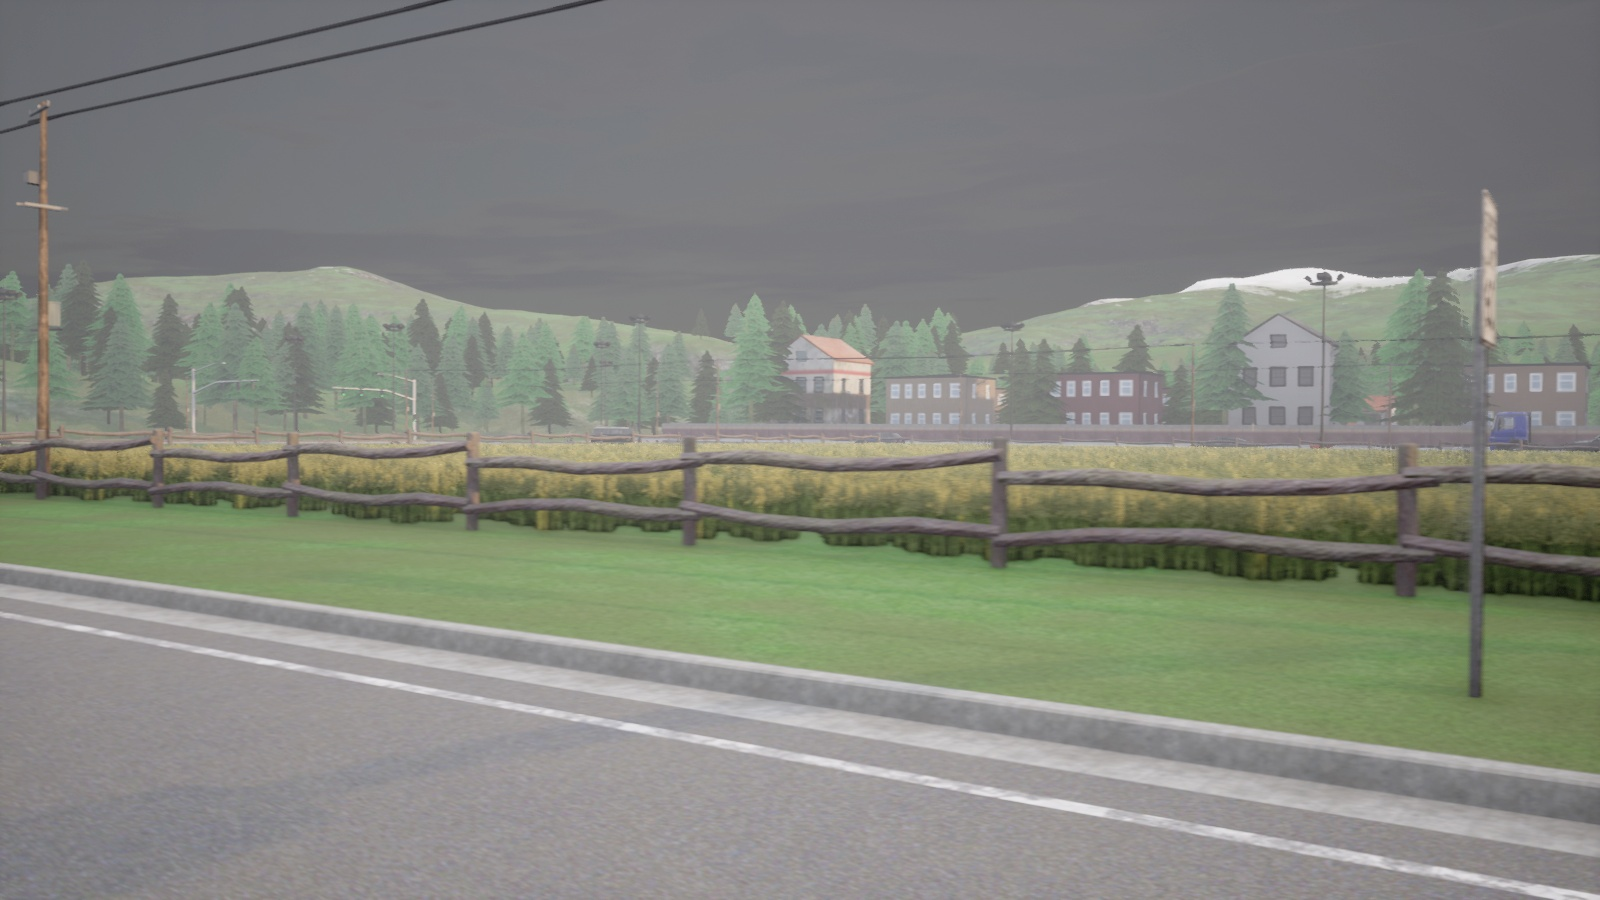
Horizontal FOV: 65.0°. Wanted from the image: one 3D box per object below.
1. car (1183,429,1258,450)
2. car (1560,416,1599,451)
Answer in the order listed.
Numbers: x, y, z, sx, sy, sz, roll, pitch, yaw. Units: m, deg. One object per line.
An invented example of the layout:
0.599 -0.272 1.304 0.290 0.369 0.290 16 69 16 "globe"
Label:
30.435 -0.753 90.943 4.892 1.490 1.837 0 1 34 "car"
48.469 -1.006 74.602 5.566 2.045 2.150 0 1 34 "car"
